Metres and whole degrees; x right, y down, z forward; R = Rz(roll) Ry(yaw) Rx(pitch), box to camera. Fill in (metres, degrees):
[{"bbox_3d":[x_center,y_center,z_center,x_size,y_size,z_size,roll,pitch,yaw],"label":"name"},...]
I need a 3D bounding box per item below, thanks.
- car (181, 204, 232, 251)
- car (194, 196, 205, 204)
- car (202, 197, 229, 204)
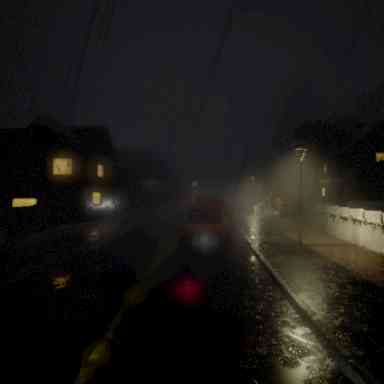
[{"bbox_3d":[0.640,1.472,14.081,2.128,1.511,4.902,0,0,4],"label":"car"},{"bbox_3d":[1.539,1.381,44.137,1.837,1.490,4.892,0,0,11],"label":"car"},{"bbox_3d":[2.324,1.402,30.811,1.882,1.535,5.008,0,0,8],"label":"car"}]
